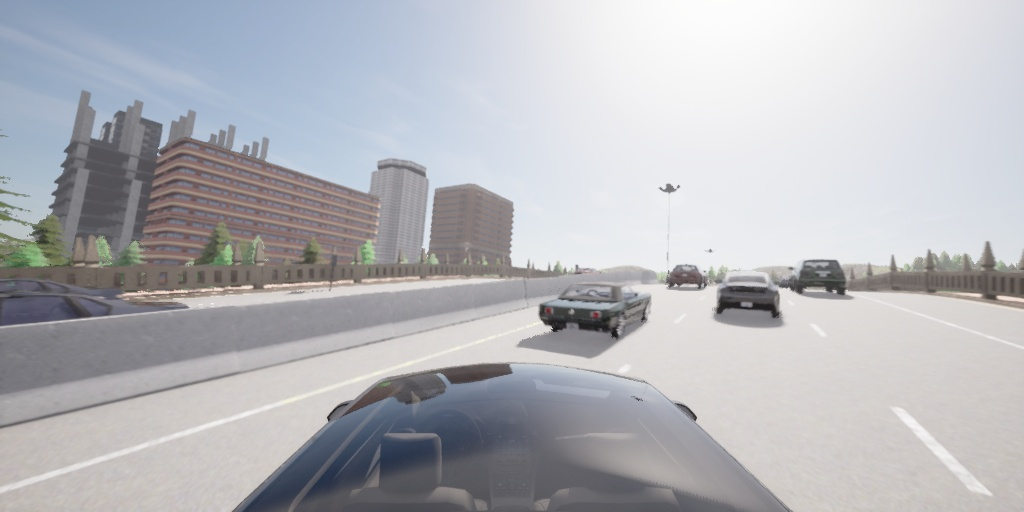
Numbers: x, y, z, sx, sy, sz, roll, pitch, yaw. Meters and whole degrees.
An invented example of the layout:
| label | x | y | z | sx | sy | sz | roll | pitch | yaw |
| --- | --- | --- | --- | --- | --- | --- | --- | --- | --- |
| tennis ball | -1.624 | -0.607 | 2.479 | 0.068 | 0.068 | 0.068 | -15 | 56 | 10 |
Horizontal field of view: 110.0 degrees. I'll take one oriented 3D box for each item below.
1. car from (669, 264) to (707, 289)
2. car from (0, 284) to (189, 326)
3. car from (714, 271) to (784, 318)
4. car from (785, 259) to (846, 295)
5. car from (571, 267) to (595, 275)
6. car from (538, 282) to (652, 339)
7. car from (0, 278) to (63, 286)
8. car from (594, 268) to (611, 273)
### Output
| label | x | y | z | sx | sy | sz | roll | pitch | yaw |
| --- | --- | --- | --- | --- | --- | --- | --- | --- | --- |
| car | 12.907 | 1.386 | 26.155 | 2.097 | 1.767 | 4.553 | 0 | -2 | 33 |
| car | -8.850 | 1.313 | 5.981 | 2.033 | 1.411 | 5.357 | 0 | 0 | 33 |
| car | 8.952 | 1.341 | 13.687 | 1.837 | 1.490 | 4.892 | 0 | 0 | 33 |
| car | 18.519 | 1.227 | 21.940 | 2.150 | 2.045 | 5.566 | 0 | -2 | 33 |
| car | 9.663 | 2.468 | 46.984 | 2.150 | 2.045 | 5.566 | 0 | -6 | 33 |
| car | 2.668 | 1.409 | 10.460 | 1.895 | 1.301 | 4.718 | 0 | 0 | 33 |
| car | -14.602 | 1.332 | 9.976 | 2.033 | 1.411 | 5.357 | 0 | 0 | 33 |
| car | 12.298 | 2.607 | 44.625 | 1.837 | 1.490 | 4.892 | 0 | -6 | 33 |
